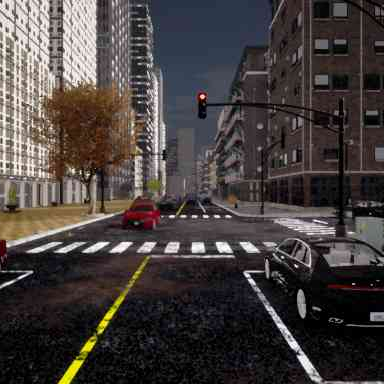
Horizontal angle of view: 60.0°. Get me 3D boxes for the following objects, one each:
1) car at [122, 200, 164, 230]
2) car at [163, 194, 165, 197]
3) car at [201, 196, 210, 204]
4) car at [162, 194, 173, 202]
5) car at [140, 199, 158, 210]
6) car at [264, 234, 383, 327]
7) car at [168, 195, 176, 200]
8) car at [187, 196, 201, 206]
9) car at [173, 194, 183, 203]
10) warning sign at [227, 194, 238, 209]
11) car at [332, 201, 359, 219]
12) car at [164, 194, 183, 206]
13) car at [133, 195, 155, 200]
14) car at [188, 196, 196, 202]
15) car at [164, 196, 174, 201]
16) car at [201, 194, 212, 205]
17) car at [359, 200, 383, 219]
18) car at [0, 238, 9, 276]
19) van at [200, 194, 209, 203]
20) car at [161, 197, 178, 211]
[{"bbox_3d":[-3.110,1.484,21.104,1.882,1.535,5.008,0,0,0],"label":"car"},{"bbox_3d":[-5.722,1.627,72.467,1.947,1.339,4.313,0,0,0],"label":"car"},{"bbox_3d":[2.662,1.578,67.117,1.752,1.417,4.829,0,0,0],"label":"car"},{"bbox_3d":[-5.724,1.386,77.990,2.192,1.841,5.009,0,0,0],"label":"car"},{"bbox_3d":[-5.710,1.592,44.853,1.947,1.339,4.313,0,0,0],"label":"car"},{"bbox_3d":[2.685,1.551,6.945,2.008,1.369,4.403,0,0,0],"label":"car"},{"bbox_3d":[-5.730,1.654,94.558,2.008,1.369,4.403,0,0,0],"label":"car"},{"bbox_3d":[0.078,1.603,57.018,1.994,1.385,4.181,0,0,0],"label":"car"},{"bbox_3d":[-3.029,1.401,72.247,2.097,1.767,4.553,0,0,0],"label":"car"},{"bbox_3d":[5.052,1.139,41.459,1.300,1.860,1.060,0,0,0],"label":"warning sign"},{"bbox_3d":[13.414,1.350,26.355,4.403,1.369,2.008,-1,1,-1],"label":"car"},{"bbox_3d":[-3.110,1.531,56.510,2.128,1.511,4.902,0,0,0],"label":"car"},{"bbox_3d":[-5.709,1.336,39.330,2.192,1.841,5.009,0,0,0],"label":"car"},{"bbox_3d":[-0.032,1.625,78.883,1.994,1.385,4.181,0,0,0],"label":"car"},{"bbox_3d":[-5.726,1.632,83.513,2.008,1.369,4.403,0,0,0],"label":"car"},{"bbox_3d":[2.664,1.611,61.424,1.947,1.339,4.313,0,0,0],"label":"car"},{"bbox_3d":[14.727,1.345,23.789,4.181,1.385,1.994,-1,0,-1],"label":"car"},{"bbox_3d":[-5.695,1.545,6.942,1.887,1.381,4.507,0,0,0],"label":"car"},{"bbox_3d":[2.659,1.402,72.471,1.690,1.788,3.998,0,0,0],"label":"van"},{"bbox_3d":[-3.115,1.624,41.689,1.895,1.301,4.718,0,0,0],"label":"car"}]
